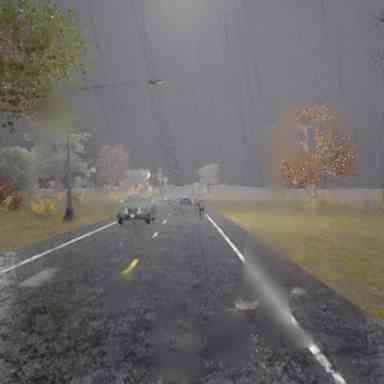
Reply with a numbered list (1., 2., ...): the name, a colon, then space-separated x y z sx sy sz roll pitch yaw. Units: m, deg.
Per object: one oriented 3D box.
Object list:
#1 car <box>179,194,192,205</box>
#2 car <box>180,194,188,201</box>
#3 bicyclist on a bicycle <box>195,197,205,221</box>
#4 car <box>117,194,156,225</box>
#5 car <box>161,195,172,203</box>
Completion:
1. car: -1.058 1.349 55.504 1.837 1.490 4.892 0 1 -2
2. car: -1.789 1.284 74.411 1.837 1.490 4.892 0 0 -2
3. bicyclist on a bicycle: 0.714 1.385 24.243 0.582 1.620 1.656 0 0 -1
4. car: -3.843 1.157 23.931 2.150 2.045 5.566 0 0 -1
5. car: -4.977 1.312 64.757 2.128 1.511 4.902 0 0 -1
